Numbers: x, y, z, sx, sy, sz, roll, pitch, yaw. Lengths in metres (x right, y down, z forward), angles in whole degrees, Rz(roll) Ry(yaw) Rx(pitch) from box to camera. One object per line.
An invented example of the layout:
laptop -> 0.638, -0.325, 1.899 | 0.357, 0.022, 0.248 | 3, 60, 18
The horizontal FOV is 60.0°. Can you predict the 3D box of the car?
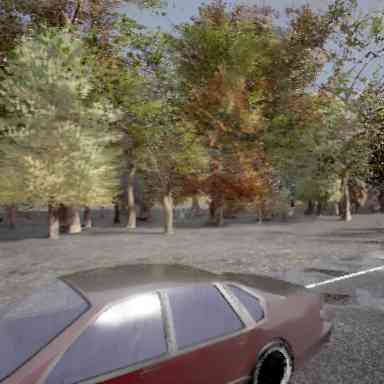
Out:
car -> -0.735, 1.554, 3.468 | 5.357, 1.411, 2.033 | 0, 0, -35
